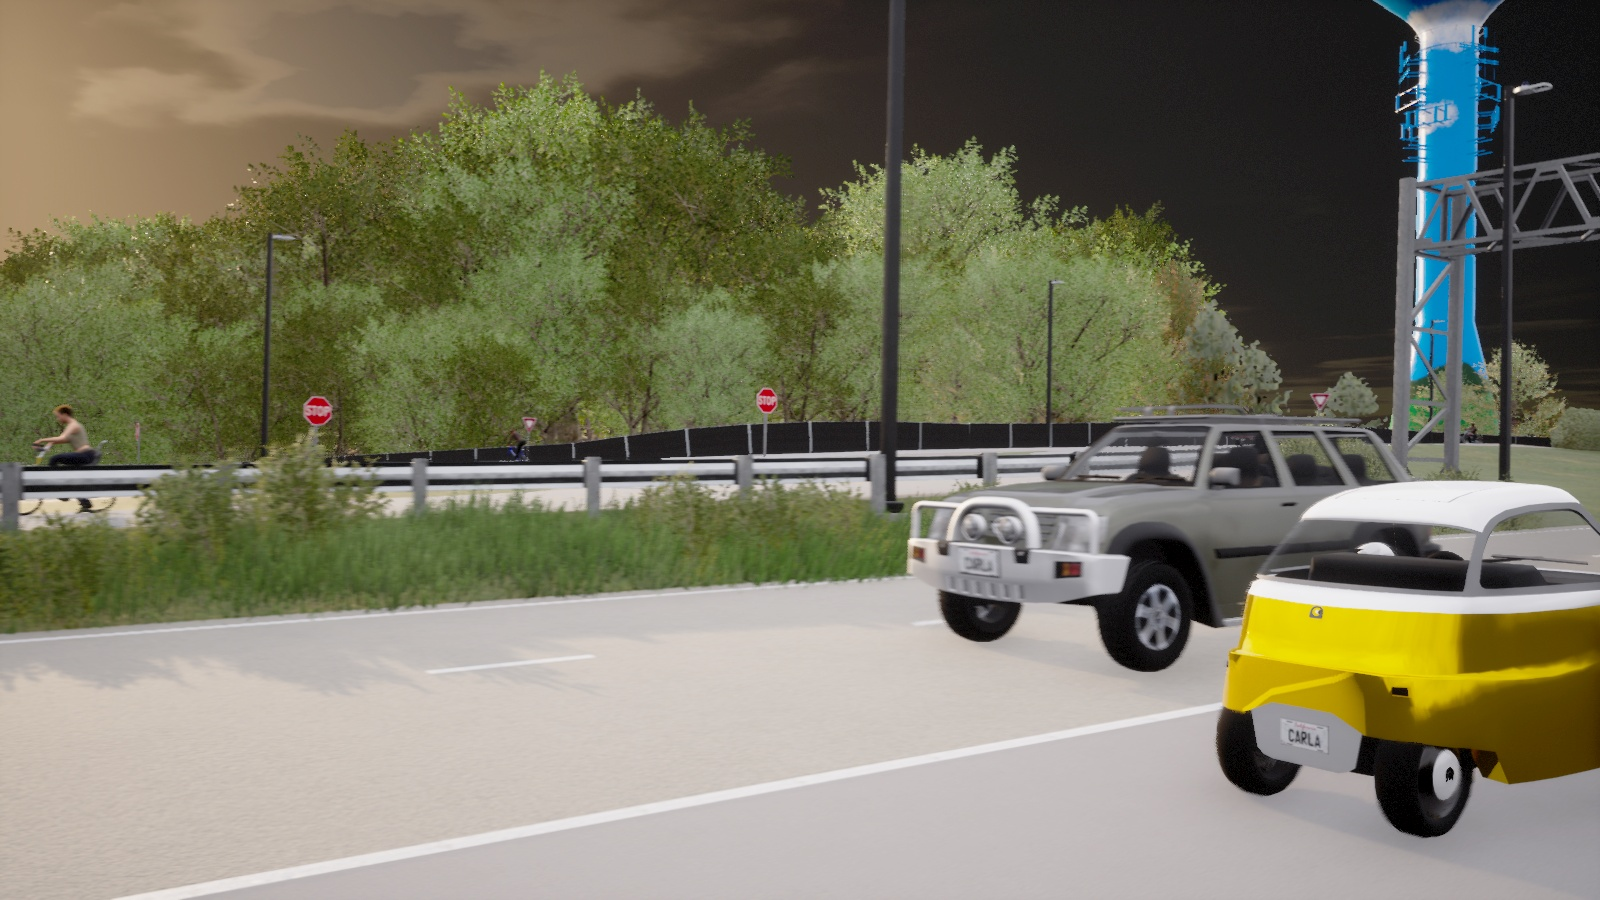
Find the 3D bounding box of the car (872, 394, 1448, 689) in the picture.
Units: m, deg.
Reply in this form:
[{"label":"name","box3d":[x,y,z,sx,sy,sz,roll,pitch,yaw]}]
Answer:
[{"label":"car","box3d":[2.988,0.577,10.002,4.605,1.855,1.932,0,0,-35]}]

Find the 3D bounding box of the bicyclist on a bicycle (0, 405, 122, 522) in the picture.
[{"label":"bicyclist on a bicycle","box3d":[-10.842,0.191,18.311,1.509,1.612,0.866,-2,0,-18]}]

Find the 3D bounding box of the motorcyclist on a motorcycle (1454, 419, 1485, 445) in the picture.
[{"label":"motorcyclist on a motorcycle","box3d":[44.012,-1.169,82.540,2.350,1.649,0.766,3,-1,-33]}]

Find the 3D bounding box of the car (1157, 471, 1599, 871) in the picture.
[{"label":"car","box3d":[2.950,0.808,5.712,2.207,1.376,1.481,0,0,-35]}]
